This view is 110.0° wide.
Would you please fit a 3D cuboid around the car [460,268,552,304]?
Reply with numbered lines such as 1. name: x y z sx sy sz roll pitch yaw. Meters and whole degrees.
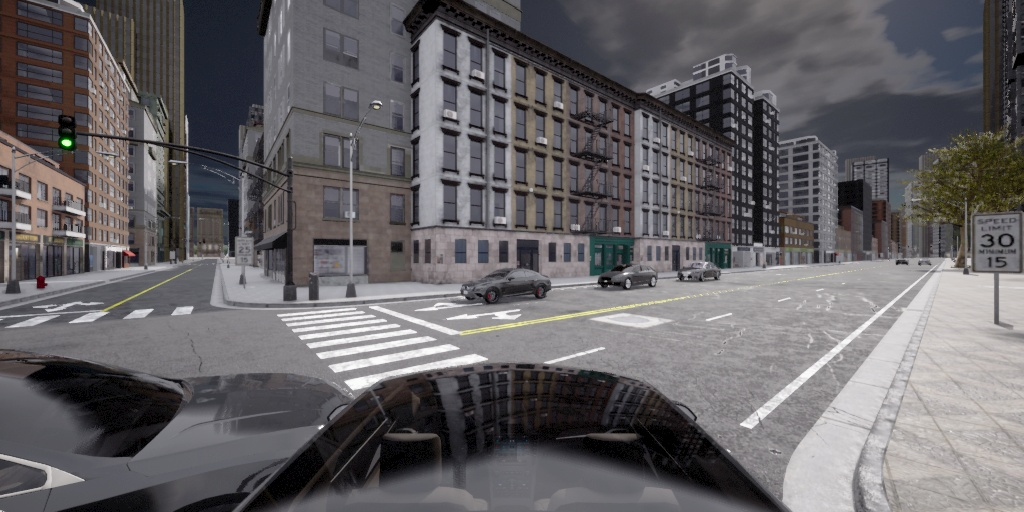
1. car: -0.166 1.285 16.667 4.674 1.442 1.812 0 0 -39

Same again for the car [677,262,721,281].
1. car: 15.438 1.233 29.481 4.902 1.511 2.128 0 0 -39

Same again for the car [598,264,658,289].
1. car: 7.478 1.256 22.950 4.892 1.490 1.837 0 0 -39

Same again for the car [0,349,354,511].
1. car: -3.235 1.257 1.671 4.892 1.490 1.837 0 0 -35
